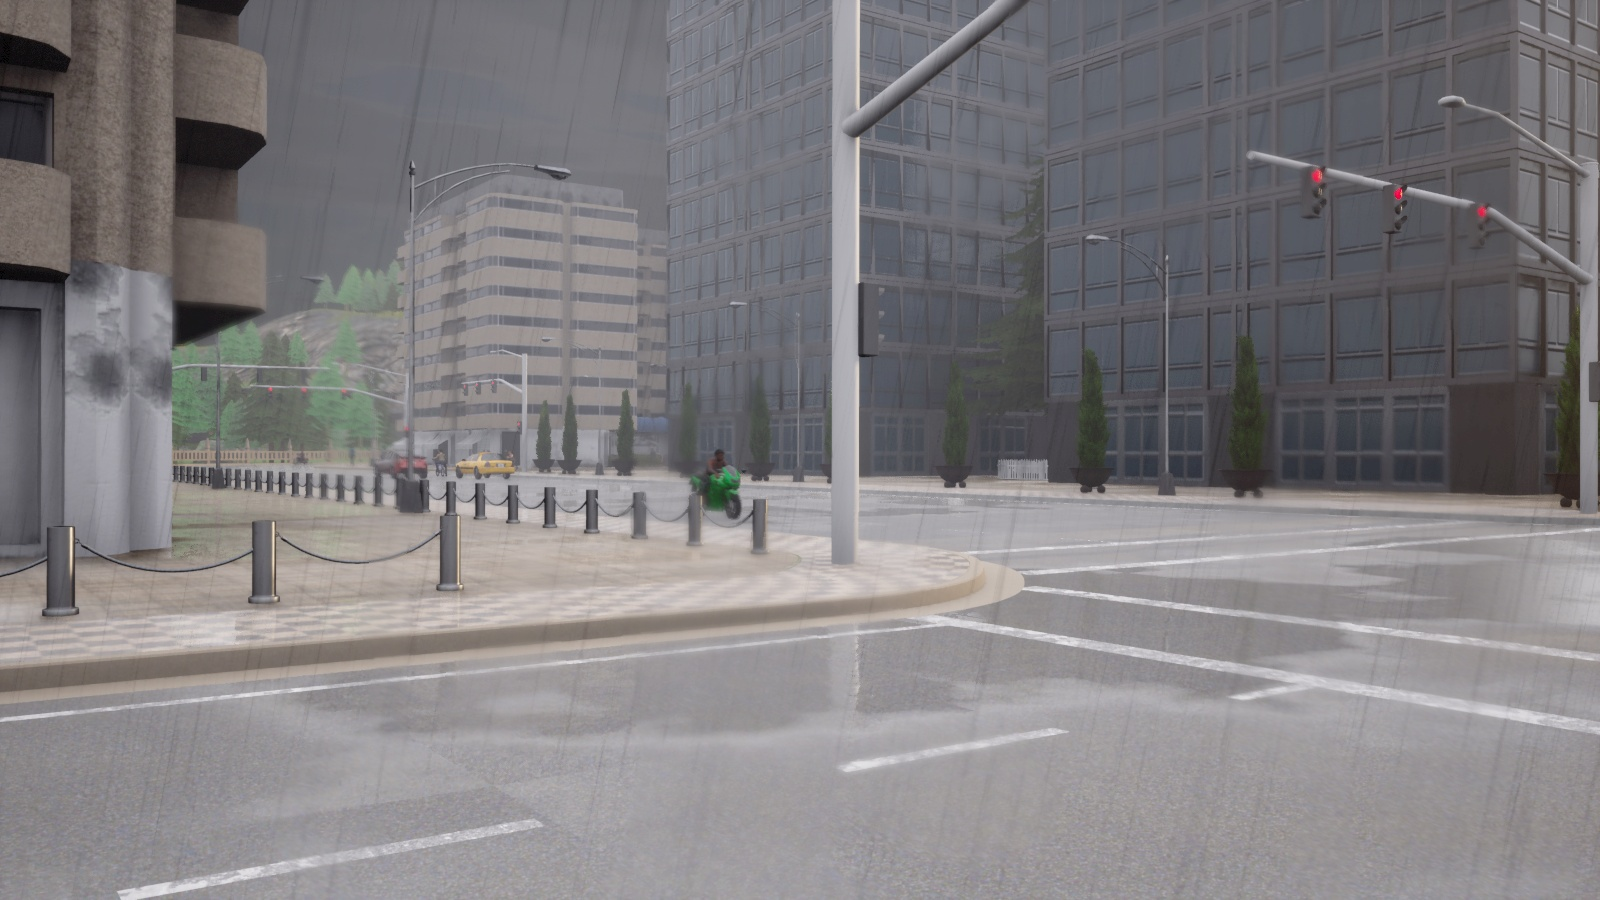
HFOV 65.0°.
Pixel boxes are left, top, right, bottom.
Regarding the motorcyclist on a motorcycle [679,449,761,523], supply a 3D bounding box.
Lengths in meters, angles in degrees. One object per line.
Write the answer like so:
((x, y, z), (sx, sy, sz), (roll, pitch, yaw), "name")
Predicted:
((-1.737, 0.741, 26.940), (0.797, 1.523, 2.044), (0, 0, -35), "motorcyclist on a motorcycle")

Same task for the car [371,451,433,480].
((-21.780, 0.850, 68.660), (2.007, 1.525, 4.514), (0, 0, -34), "car")

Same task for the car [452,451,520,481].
((-17.047, 0.831, 67.935), (1.801, 1.575, 5.366), (0, 0, -34), "car")
